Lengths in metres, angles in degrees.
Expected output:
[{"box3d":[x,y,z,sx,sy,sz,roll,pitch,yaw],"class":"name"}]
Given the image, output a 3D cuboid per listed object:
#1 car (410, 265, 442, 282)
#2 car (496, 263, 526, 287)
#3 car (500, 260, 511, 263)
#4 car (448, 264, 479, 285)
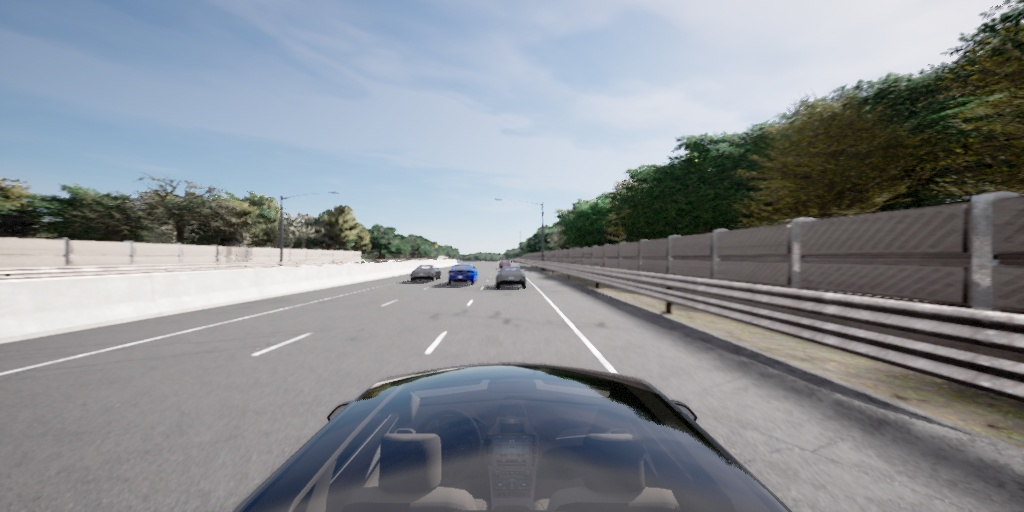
[{"box3d":[-7.208,1.407,30.380,1.994,1.385,4.181,0,0,-1],"class":"car"},{"box3d":[-0.095,1.378,24.907,1.994,1.385,4.181,0,0,-1],"class":"car"},{"box3d":[-1.178,1.366,62.356,1.994,1.385,4.181,1,0,-2],"class":"car"},{"box3d":[-3.632,1.305,27.211,1.882,1.535,5.008,0,0,-1],"class":"car"}]
